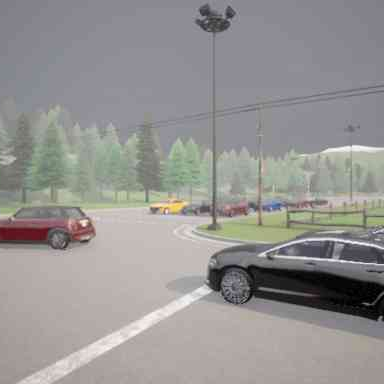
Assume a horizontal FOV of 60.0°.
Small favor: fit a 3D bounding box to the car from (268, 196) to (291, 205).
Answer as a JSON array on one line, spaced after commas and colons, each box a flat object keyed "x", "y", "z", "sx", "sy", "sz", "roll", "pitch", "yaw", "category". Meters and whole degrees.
[{"x": 15.543, "y": 1.529, "z": 58.747, "sx": 2.033, "sy": 1.411, "sz": 5.357, "roll": 0, "pitch": 0, "yaw": 37, "category": "car"}]

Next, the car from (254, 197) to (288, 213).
[{"x": 8.773, "y": 1.465, "z": 37.835, "sx": 1.882, "sy": 1.535, "sz": 5.008, "roll": 0, "pitch": 0, "yaw": 36, "category": "car"}]

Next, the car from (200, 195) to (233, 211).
[{"x": 3.167, "y": 1.333, "z": 42.024, "sx": 2.097, "sy": 1.767, "sz": 4.553, "roll": 0, "pitch": 0, "yaw": 36, "category": "car"}]

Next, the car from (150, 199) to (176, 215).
[{"x": -2.274, "y": 1.459, "z": 34.585, "sx": 1.882, "sy": 1.535, "sz": 5.008, "roll": 0, "pitch": 0, "yaw": 36, "category": "car"}]

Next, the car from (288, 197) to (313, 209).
[{"x": 14.404, "y": 1.465, "z": 45.471, "sx": 1.882, "sy": 1.535, "sz": 5.008, "roll": 0, "pitch": 0, "yaw": 37, "category": "car"}]

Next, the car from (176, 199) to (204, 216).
[{"x": 0.839, "y": 1.510, "z": 32.883, "sx": 1.812, "sy": 1.442, "sz": 4.674, "roll": 0, "pitch": 0, "yaw": 37, "category": "car"}]

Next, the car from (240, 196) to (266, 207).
[{"x": 9.320, "y": 1.459, "z": 50.368, "sx": 1.882, "sy": 1.535, "sz": 5.008, "roll": 0, "pitch": 0, "yaw": 36, "category": "car"}]

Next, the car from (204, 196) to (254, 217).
[{"x": 3.500, "y": 1.339, "z": 30.621, "sx": 2.097, "sy": 1.767, "sz": 4.553, "roll": 0, "pitch": 0, "yaw": 36, "category": "car"}]

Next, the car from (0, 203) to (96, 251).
[{"x": -6.464, "y": 1.339, "z": 13.883, "sx": 4.553, "sy": 1.767, "sz": 2.097, "roll": 0, "pitch": 0, "yaw": 10, "category": "car"}]

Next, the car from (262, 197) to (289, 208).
[{"x": 12.202, "y": 1.476, "z": 48.382, "sx": 2.128, "sy": 1.511, "sz": 4.902, "roll": 0, "pitch": 0, "yaw": 37, "category": "car"}]

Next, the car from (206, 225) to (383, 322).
[{"x": 2.570, "y": 1.490, "z": 6.421, "sx": 4.902, "sy": 1.511, "sz": 2.128, "roll": 0, "pitch": 0, "yaw": 35, "category": "car"}]

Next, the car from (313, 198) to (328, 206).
[{"x": 20.382, "y": 1.588, "z": 53.549, "sx": 1.895, "sy": 1.301, "sz": 4.718, "roll": 0, "pitch": 0, "yaw": 37, "category": "car"}]

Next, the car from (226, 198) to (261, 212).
[{"x": 6.293, "y": 1.476, "z": 40.369, "sx": 2.128, "sy": 1.511, "sz": 4.902, "roll": 0, "pitch": 0, "yaw": 36, "category": "car"}]

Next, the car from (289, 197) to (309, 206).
[{"x": 18.155, "y": 1.548, "z": 56.414, "sx": 1.994, "sy": 1.385, "sz": 4.181, "roll": 0, "pitch": 0, "yaw": 37, "category": "car"}]
